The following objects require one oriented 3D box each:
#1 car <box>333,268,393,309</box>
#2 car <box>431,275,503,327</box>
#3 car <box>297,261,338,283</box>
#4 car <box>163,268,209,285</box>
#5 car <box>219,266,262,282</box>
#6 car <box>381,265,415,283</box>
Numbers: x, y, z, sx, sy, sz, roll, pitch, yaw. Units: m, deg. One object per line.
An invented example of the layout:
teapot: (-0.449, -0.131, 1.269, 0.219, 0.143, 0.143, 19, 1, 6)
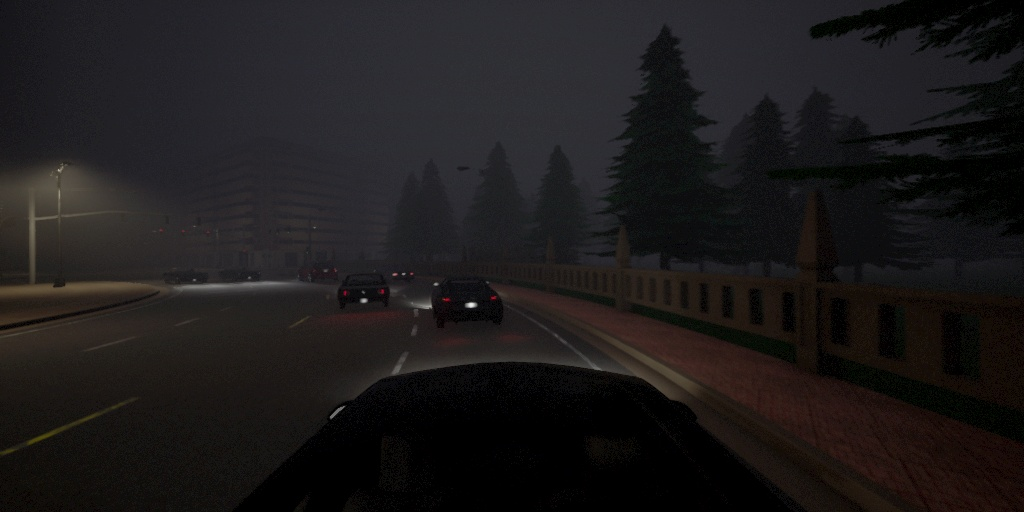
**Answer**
car: (-6.373, 1.404, 15.595, 1.895, 1.301, 4.718, -1, 0, -21)
car: (-1.595, 1.322, 11.791, 1.994, 1.385, 4.181, -1, 0, -14)
car: (-16.444, 1.245, 30.238, 4.553, 1.767, 2.097, 0, 0, 45)
car: (-26.640, 1.597, 29.300, 4.718, 1.301, 1.895, -1, 0, 35)
car: (-24.088, 1.570, 31.754, 4.718, 1.301, 1.895, -1, 0, 36)
car: (-9.392, 1.371, 27.891, 2.033, 1.411, 5.357, -1, 0, -39)
